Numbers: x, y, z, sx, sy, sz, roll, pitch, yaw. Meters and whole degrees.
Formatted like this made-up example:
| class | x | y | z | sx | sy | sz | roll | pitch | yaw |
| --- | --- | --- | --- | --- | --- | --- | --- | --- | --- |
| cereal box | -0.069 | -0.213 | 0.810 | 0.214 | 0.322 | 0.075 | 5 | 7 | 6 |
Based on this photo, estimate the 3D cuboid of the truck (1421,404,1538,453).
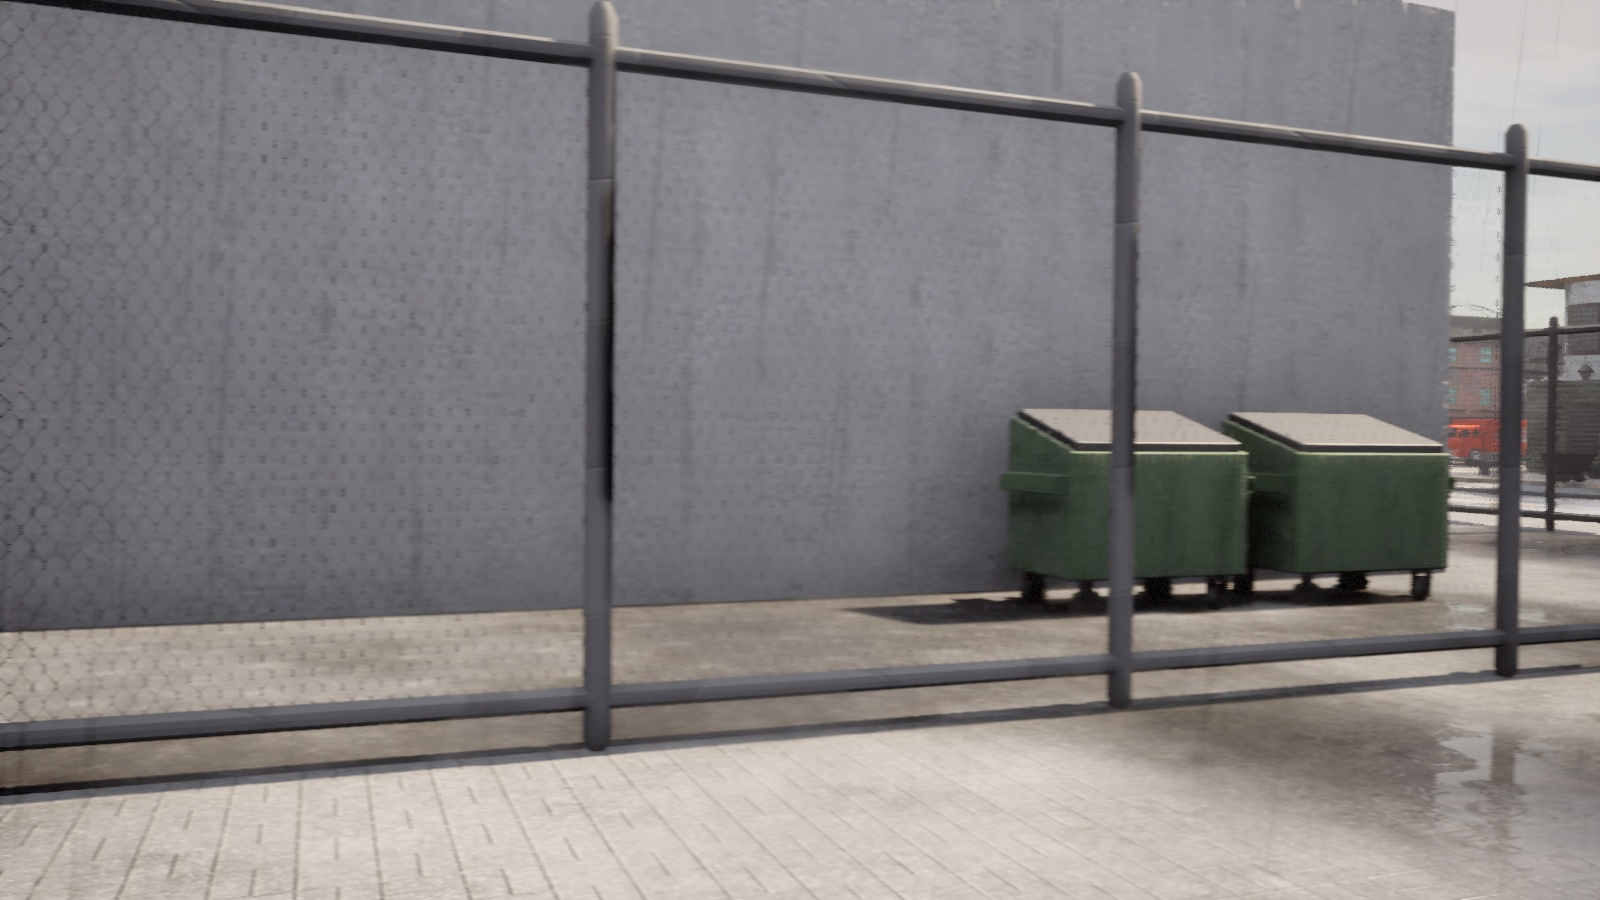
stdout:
| class | x | y | z | sx | sy | sz | roll | pitch | yaw |
| --- | --- | --- | --- | --- | --- | --- | --- | --- | --- |
| truck | 35.549 | -1.143 | 65.733 | 5.204 | 2.467 | 2.627 | -1 | 1 | -21 |
